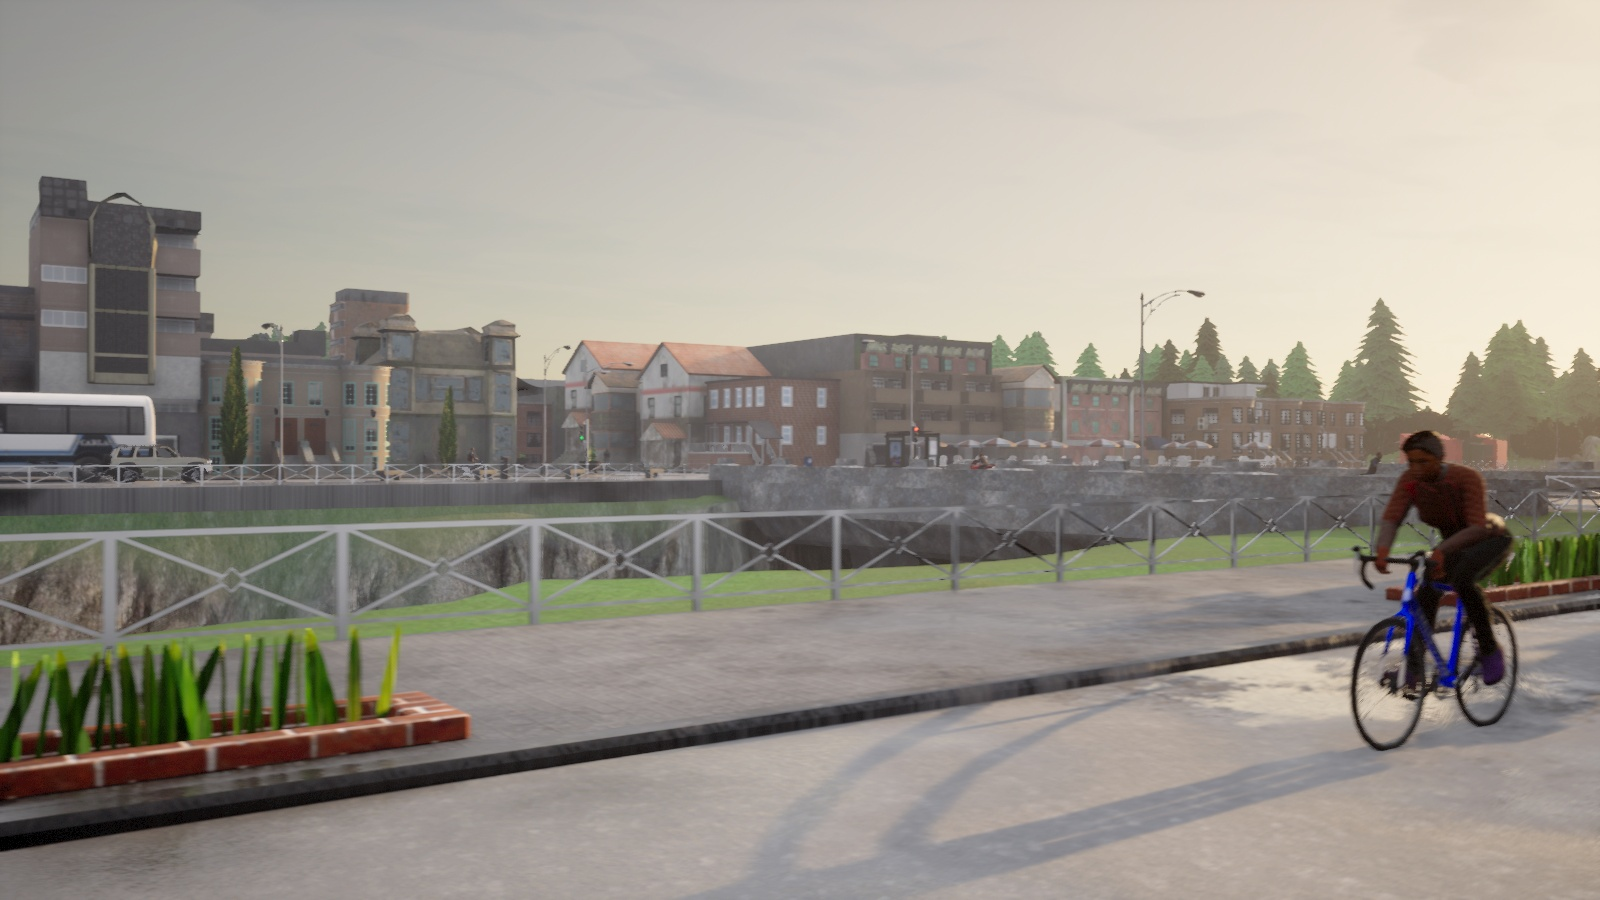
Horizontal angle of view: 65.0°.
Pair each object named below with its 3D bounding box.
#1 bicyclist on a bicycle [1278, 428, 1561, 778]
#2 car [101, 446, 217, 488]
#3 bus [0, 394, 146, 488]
[{"bbox_3d":[3.250,0.707,6.530,1.656,1.620,0.582,0,0,-35],"label":"bicyclist on a bicycle"},{"bbox_3d":[-29.902,0.768,58.652,4.605,1.855,1.932,0,0,-35],"label":"car"},{"bbox_3d":[-36.648,-0.410,58.831,10.273,4.253,3.944,0,0,-35],"label":"bus"}]
